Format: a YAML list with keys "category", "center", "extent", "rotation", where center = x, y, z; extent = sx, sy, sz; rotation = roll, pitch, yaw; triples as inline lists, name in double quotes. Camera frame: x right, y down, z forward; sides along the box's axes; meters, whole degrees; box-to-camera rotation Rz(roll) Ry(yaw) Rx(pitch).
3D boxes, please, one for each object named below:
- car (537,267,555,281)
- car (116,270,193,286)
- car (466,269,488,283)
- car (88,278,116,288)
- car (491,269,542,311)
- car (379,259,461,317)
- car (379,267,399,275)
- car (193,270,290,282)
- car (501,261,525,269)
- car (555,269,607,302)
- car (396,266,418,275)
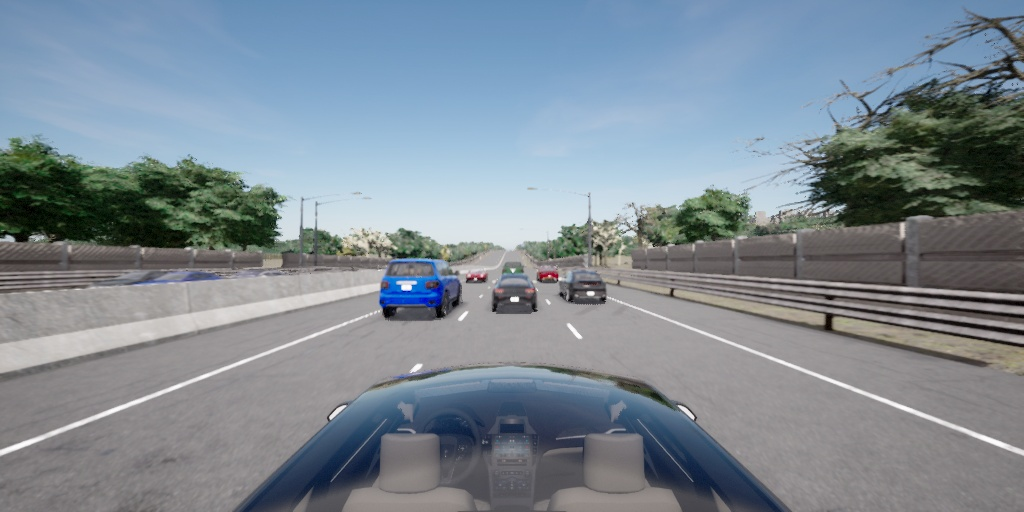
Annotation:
- category: "car"
  center: [3.601, 1.828, 36.819]
  extent: [1.882, 1.535, 5.008]
  rotation: [0, -1, 0]
- category: "car"
  center: [-17.599, 1.539, 19.206]
  extent: [1.812, 1.442, 4.674]
  rotation: [0, -1, 0]
- category: "car"
  center: [-3.399, 1.930, 35.721]
  extent: [1.895, 1.301, 4.718]
  rotation: [0, -1, 0]
- category: "car"
  center: [-21.098, 1.562, 20.526]
  extent: [1.812, 1.442, 4.674]
  rotation: [0, -1, 0]
- category: "car"
  center: [0.099, 1.475, 15.523]
  extent: [1.812, 1.442, 4.674]
  rotation: [0, -1, 0]
- category: "car"
  center: [-3.401, 1.151, 14.240]
  extent: [2.150, 2.045, 5.566]
  rotation: [0, -1, 0]
- category: "car"
  center: [-21.018, 2.477, 61.414]
  extent: [1.895, 1.301, 4.718]
  rotation: [0, -1, 1]
- category: "car"
  center: [-14.099, 1.512, 19.626]
  extent: [2.128, 1.511, 4.902]
  rotation: [0, -1, 0]
- category: "car"
  center: [0.101, 1.560, 36.201]
  extent: [2.150, 2.045, 5.566]
  rotation: [0, -1, 0]
- category: "car"
  center: [3.599, 1.510, 18.805]
  extent: [1.837, 1.490, 4.892]
  rotation: [0, -1, 0]
- category: "car"
  center: [-17.526, 2.397, 60.247]
  extent: [2.033, 1.411, 5.357]
  rotation: [0, -1, 1]
